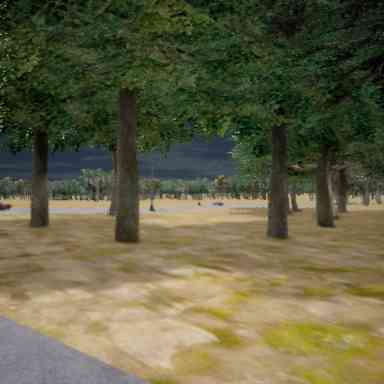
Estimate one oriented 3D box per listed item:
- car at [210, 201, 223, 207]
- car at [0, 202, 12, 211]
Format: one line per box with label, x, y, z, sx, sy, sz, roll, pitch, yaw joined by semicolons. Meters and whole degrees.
car;6.841;3.335;92.445;1.837;1.490;4.892;0;-1;37
car;-27.807;1.933;46.049;1.895;1.301;4.718;0;-1;37
